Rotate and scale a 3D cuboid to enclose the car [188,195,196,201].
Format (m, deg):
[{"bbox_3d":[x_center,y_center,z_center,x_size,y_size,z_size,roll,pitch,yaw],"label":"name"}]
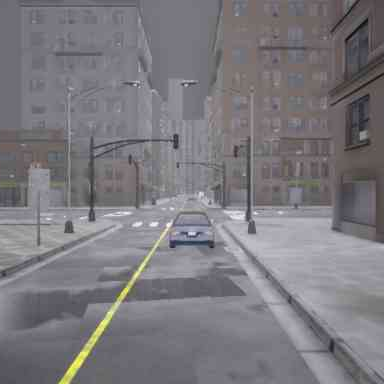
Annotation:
[{"bbox_3d":[-0.067,1.543,78.018,1.895,1.301,4.718,0,0,0],"label":"car"}]

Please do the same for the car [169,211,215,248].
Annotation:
[{"bbox_3d":[0.000,1.563,14.650,2.033,1.411,5.357,0,0,0],"label":"car"}]

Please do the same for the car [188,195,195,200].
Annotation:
[{"bbox_3d":[-0.109,1.484,91.355,1.895,1.301,4.718,0,0,0],"label":"car"}]
